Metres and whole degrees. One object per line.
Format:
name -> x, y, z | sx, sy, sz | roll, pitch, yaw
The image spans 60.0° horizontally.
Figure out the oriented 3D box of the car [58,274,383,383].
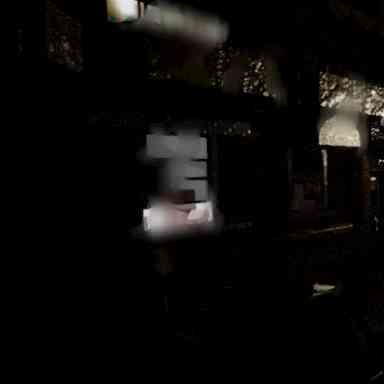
car -> 0.697, 1.512, 2.924 | 4.206, 1.307, 1.802 | -2, 1, -35
